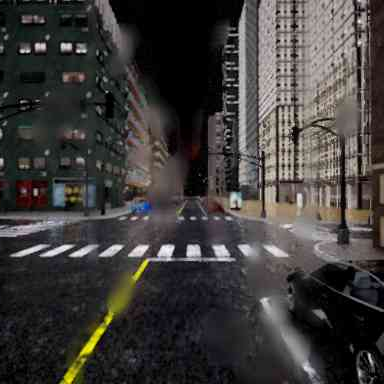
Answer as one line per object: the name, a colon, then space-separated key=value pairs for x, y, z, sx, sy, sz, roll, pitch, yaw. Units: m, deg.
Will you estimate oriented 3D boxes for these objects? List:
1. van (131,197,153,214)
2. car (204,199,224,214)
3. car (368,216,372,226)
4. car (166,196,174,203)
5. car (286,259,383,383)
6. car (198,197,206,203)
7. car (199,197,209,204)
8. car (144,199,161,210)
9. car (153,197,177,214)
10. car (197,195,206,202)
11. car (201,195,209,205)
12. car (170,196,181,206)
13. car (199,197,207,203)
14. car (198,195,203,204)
van: x=-5.706 y=1.522 z=37.096 sx=1.690 sy=1.788 sz=3.998 roll=0 pitch=0 yaw=0
car: x=2.673 y=1.763 z=37.099 sx=1.802 sy=1.307 sz=4.206 roll=0 pitch=0 yaw=0
car: x=14.993 y=1.891 z=23.592 sx=4.674 sy=1.442 sz=1.812 roll=1 pitch=-1 yaw=-1
car: x=-5.740 y=1.891 z=86.843 sx=1.967 sy=1.590 sz=4.097 roll=0 pitch=0 yaw=0
car: x=2.695 y=1.588 z=4.694 sx=1.947 sy=1.339 sz=4.313 roll=0 pitch=0 yaw=0
car: x=2.640 y=2.033 z=86.847 sx=1.802 sy=1.307 sz=4.206 roll=0 pitch=0 yaw=0
car: x=2.647 y=1.938 z=75.792 sx=2.008 sy=1.369 sz=4.403 roll=0 pitch=0 yaw=0
car: x=-5.715 y=1.782 z=48.150 sx=1.887 sy=1.381 sz=4.507 roll=0 pitch=0 yaw=0
car: x=-3.114 y=1.690 z=38.122 sx=1.837 sy=1.490 sz=4.892 roll=0 pitch=0 yaw=0
car: x=2.638 y=1.798 z=92.376 sx=2.192 sy=1.841 sz=5.009 roll=0 pitch=0 yaw=0
car: x=2.667 y=1.677 z=48.155 sx=1.967 sy=1.590 sz=4.097 roll=0 pitch=0 yaw=0
car: x=-3.049 y=1.897 z=59.387 sx=1.895 sy=1.301 sz=4.718 roll=0 pitch=0 yaw=0
car: x=2.643 y=1.964 z=81.320 sx=1.887 sy=1.381 sz=4.507 roll=0 pitch=0 yaw=0
car: x=2.655 y=1.765 z=64.737 sx=1.967 sy=1.590 sz=4.097 roll=0 pitch=0 yaw=0
